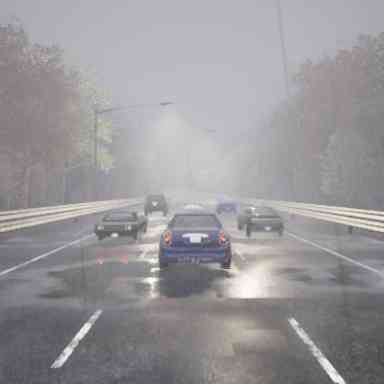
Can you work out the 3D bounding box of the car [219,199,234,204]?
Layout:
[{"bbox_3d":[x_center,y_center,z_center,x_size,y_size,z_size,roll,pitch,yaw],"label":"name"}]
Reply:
[{"bbox_3d":[3.585,1.491,35.625,1.882,1.535,5.008,0,0,0],"label":"car"}]

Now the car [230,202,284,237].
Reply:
[{"bbox_3d":[3.594,1.504,18.132,2.128,1.511,4.902,0,0,0],"label":"car"}]

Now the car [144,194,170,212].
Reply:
[{"bbox_3d":[-3.414,1.235,33.136,2.150,2.045,5.566,0,0,0],"label":"car"}]

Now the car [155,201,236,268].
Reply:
[{"bbox_3d":[0.094,1.361,11.436,2.097,1.767,4.553,0,0,0],"label":"car"}]

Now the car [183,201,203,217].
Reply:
[{"bbox_3d":[0.087,1.615,32.582,1.895,1.301,4.718,0,0,0],"label":"car"}]

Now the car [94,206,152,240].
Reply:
[{"bbox_3d":[-3.407,1.613,16.930,1.895,1.301,4.718,0,0,0],"label":"car"}]
